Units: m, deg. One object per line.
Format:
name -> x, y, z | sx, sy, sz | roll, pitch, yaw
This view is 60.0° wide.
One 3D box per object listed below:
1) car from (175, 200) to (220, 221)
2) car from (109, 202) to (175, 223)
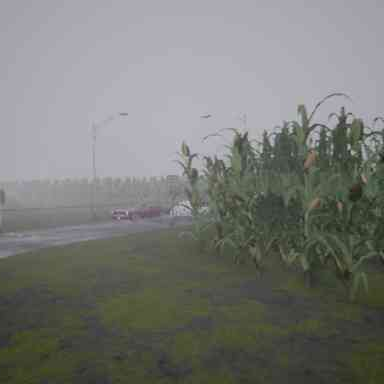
car -> 0.330, 1.298, 24.557 | 1.812, 1.442, 4.674 | -1, 0, 35
car -> -3.634, 1.445, 23.998 | 1.895, 1.301, 4.718 | -1, 0, 35
